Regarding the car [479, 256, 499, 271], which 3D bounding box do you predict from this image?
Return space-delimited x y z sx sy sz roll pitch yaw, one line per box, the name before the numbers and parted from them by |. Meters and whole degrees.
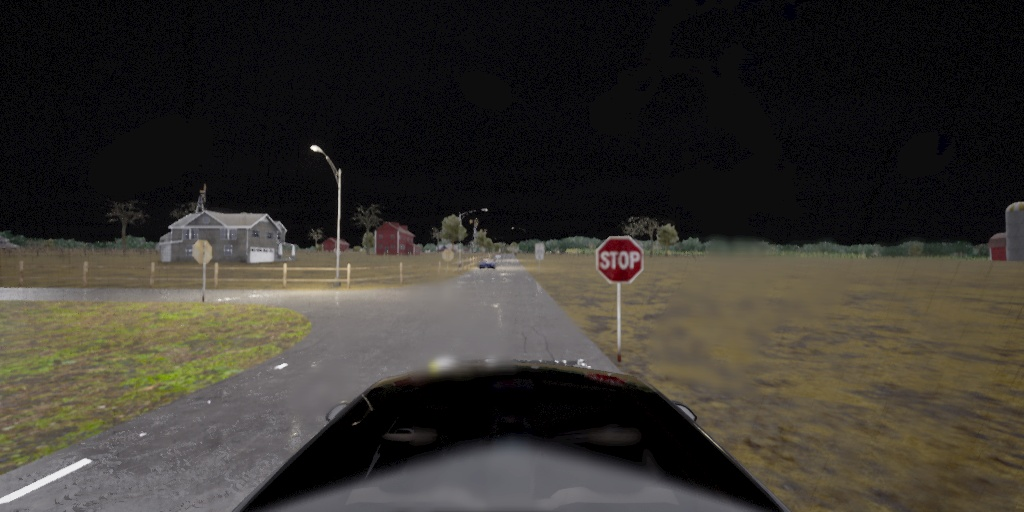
car | -2.906 1.029 42.585 1.895 1.301 4.718 0 1 0
